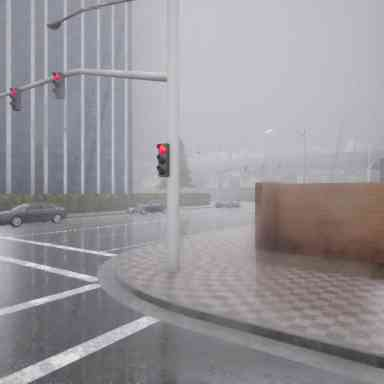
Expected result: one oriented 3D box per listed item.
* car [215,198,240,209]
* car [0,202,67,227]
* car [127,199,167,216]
[{"bbox_3d":[4.817,1.565,45.230,1.994,1.385,4.181,0,0,36],"label":"car"},{"bbox_3d":[-11.085,1.505,22.986,1.837,1.490,4.892,0,0,35],"label":"car"},{"bbox_3d":[-4.231,1.492,32.627,2.128,1.511,4.902,0,0,35],"label":"car"}]
